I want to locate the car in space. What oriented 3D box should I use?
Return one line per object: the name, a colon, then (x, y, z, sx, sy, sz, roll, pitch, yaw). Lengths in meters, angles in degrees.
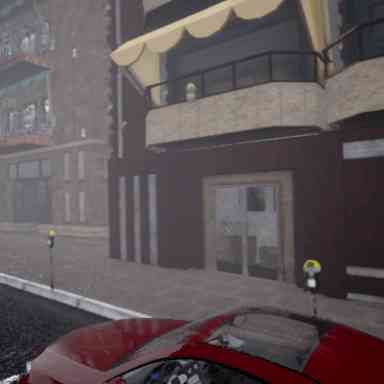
car: (0.372, 1.583, 2.480, 4.206, 1.307, 1.802, 0, -2, 36)
